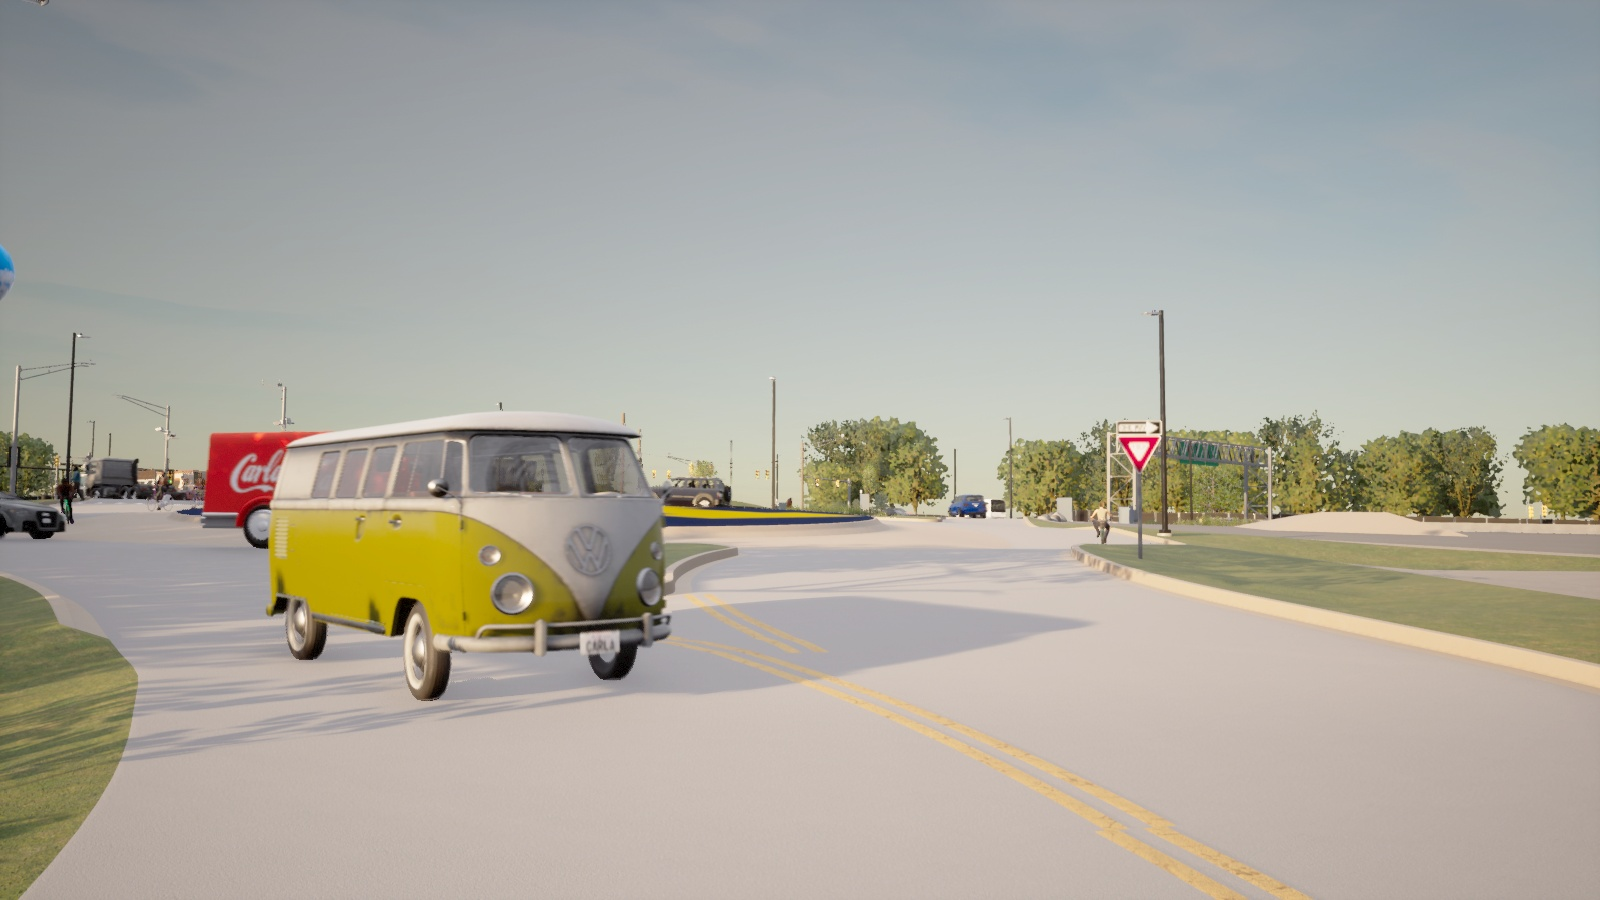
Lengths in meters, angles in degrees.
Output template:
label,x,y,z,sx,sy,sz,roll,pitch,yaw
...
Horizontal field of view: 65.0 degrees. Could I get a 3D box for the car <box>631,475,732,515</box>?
label,x,y,z,sx,sy,sz,roll,pitch,yaw
car,-5.899,2.243,62.750,4.605,1.855,1.932,1,-3,12

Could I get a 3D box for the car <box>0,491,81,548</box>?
label,x,y,z,sx,sy,sz,roll,pitch,yaw
car,-21.153,1.770,32.264,4.181,1.385,1.994,1,-4,5

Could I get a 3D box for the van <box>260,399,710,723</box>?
label,x,y,z,sx,sy,sz,roll,pitch,yaw
van,-2.721,0.784,10.025,1.775,1.987,4.442,2,-3,-39

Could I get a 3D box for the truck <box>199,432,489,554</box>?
label,x,y,z,sx,sy,sz,roll,pitch,yaw
truck,-9.652,0.966,27.009,5.204,2.467,2.627,0,-4,3

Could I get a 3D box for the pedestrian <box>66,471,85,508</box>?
label,x,y,z,sx,sy,sz,roll,pitch,yaw
pedestrian,-38.062,2.062,65.981,0.692,1.930,0.396,1,-4,-13

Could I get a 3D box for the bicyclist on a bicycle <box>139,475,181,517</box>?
label,x,y,z,sx,sy,sz,roll,pitch,yaw
bicyclist on a bicycle,-27.771,2.022,54.520,0.659,1.776,1.843,-1,-3,7
